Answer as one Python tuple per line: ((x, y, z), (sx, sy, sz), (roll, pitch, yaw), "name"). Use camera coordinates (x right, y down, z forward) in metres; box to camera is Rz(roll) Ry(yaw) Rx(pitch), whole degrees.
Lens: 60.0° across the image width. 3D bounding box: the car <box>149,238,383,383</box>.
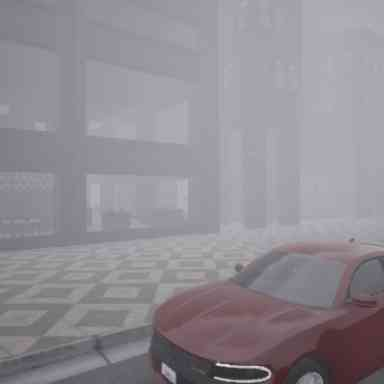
((1.810, 1.476, 4.662), (5.008, 1.535, 1.882), (0, 0, -35), "car")
